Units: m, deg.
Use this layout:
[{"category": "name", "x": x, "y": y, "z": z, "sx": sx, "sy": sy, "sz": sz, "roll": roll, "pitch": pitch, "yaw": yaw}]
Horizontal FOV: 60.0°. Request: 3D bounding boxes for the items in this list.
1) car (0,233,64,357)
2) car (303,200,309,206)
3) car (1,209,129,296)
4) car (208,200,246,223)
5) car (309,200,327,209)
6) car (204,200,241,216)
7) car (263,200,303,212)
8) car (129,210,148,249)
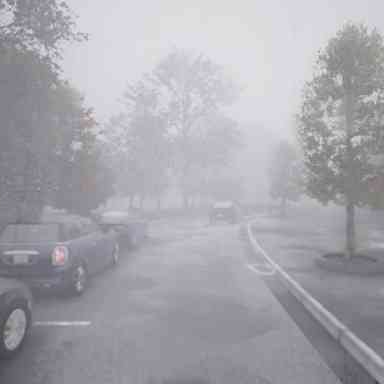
[{"category": "car", "x": -3.402, "y": 1.495, "z": 3.177, "sx": 2.231, "sy": 1.521, "sz": 4.892, "roll": 0, "pitch": 0, "yaw": 2}, {"category": "car", "x": 14.504, "y": 1.982, "z": 49.120, "sx": 5.008, "sy": 1.535, "sz": 2.097, "roll": 1, "pitch": -4, "yaw": -40}, {"category": "car", "x": -3.399, "y": 1.367, "z": 8.887, "sx": 2.185, "sy": 1.767, "sz": 4.553, "roll": -1, "pitch": 0, "yaw": 2}, {"category": "car", "x": 2.597, "y": 1.444, "z": 24.899, "sx": 1.882, "sy": 1.535, "sz": 5.008, "roll": -2, "pitch": -1, "yaw": 16}, {"category": "car", "x": 19.156, "y": 2.050, "z": 52.481, "sx": 4.892, "sy": 1.521, "sz": 2.231, "roll": 1, "pitch": -4, "yaw": -32}, {"category": "car", "x": 3.422, "y": 1.672, "z": 36.135, "sx": 2.231, "sy": 1.521, "sz": 4.892, "roll": -2, "pitch": -1, "yaw": 29}, {"category": "car", "x": 11.165, "y": 1.696, "z": 40.627, "sx": 2.033, "sy": 1.411, "sz": 5.357, "roll": -4, "pitch": -3, "yaw": 40}, {"category": "car", "x": -3.156, "y": 1.493, "z": 14.589, "sx": 2.097, "sy": 1.535, "sz": 5.008, "roll": 0, "pitch": 0, "yaw": 2}]
